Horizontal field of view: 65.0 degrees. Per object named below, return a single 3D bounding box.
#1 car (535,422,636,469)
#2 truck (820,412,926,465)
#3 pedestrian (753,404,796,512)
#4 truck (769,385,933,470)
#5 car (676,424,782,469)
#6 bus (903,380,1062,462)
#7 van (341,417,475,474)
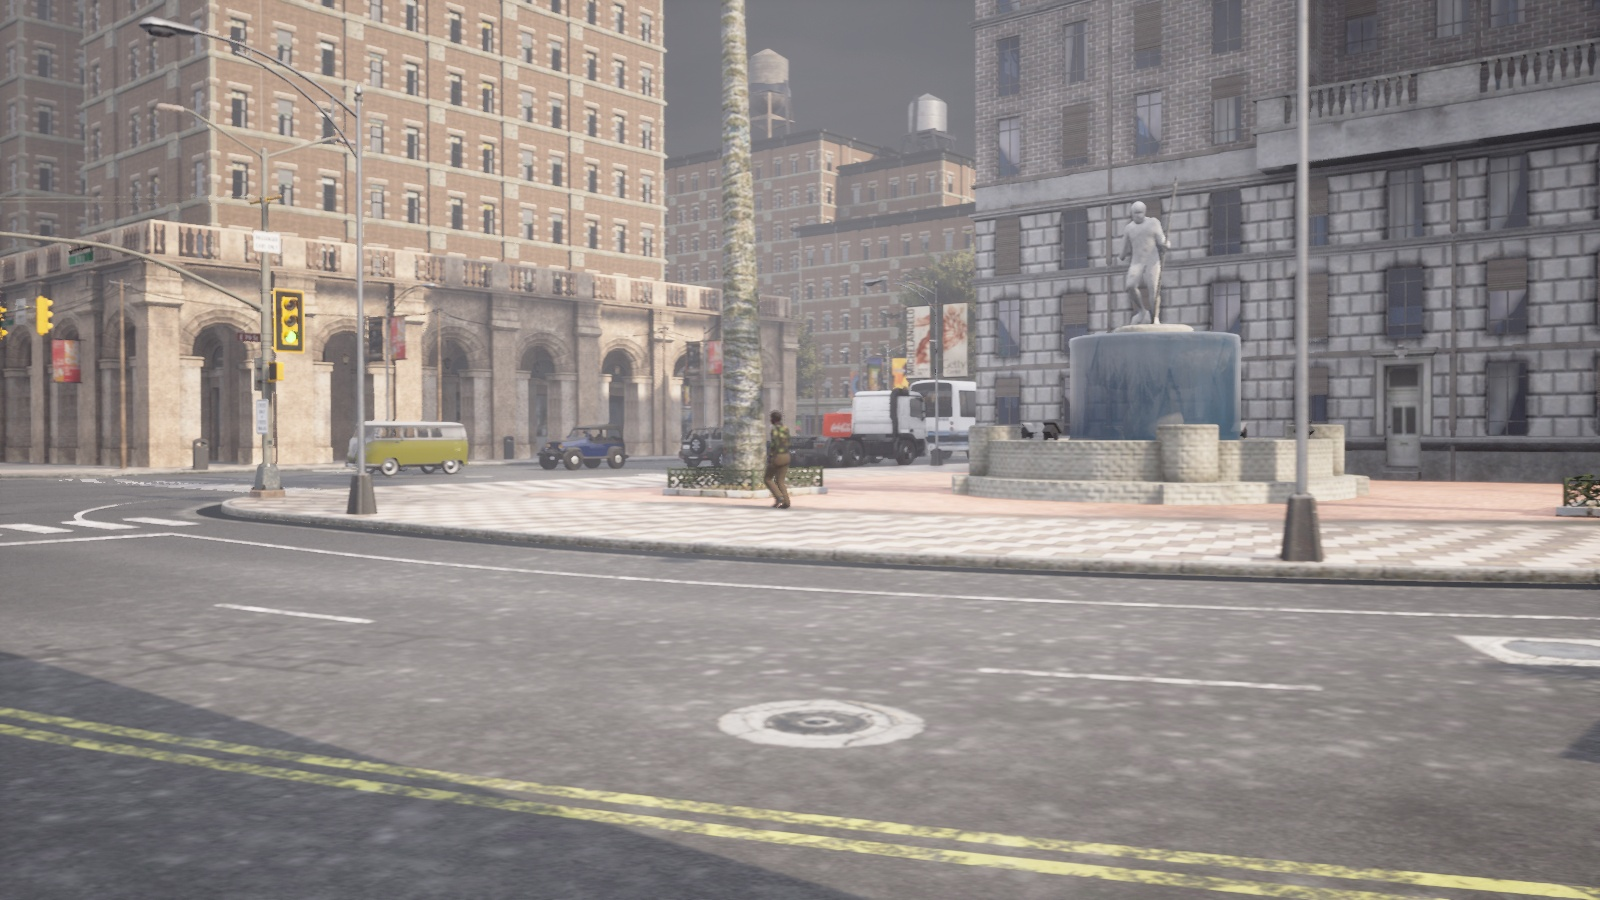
[{"bbox_3d":[-8.980,-0.212,52.712,1.905,1.878,3.866,1,1,41],"label":"car"},{"bbox_3d":[3.640,-0.586,62.101,2.627,2.467,5.204,1,1,40],"label":"truck"},{"bbox_3d":[-0.473,0.135,22.911,0.692,1.930,0.395,1,1,40],"label":"pedestrian"},{"bbox_3d":[2.356,-0.982,55.196,2.891,3.462,7.936,1,1,41],"label":"truck"},{"bbox_3d":[-3.022,-0.191,54.292,1.932,1.855,4.605,1,1,40],"label":"car"},{"bbox_3d":[10.377,-1.570,70.114,3.944,4.253,10.273,1,1,40],"label":"bus"},{"bbox_3d":[-14.418,-0.181,46.348,1.775,1.987,4.442,1,1,41],"label":"van"}]
